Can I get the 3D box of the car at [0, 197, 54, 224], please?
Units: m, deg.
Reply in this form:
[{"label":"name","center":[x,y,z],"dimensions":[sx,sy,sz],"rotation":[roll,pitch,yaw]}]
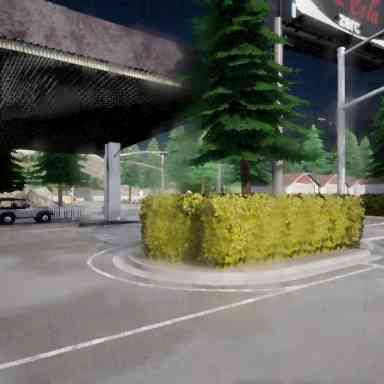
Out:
[{"label":"car","center":[-11.962,1.313,23.485],"dimensions":[3.866,1.878,1.905],"rotation":[0,0,-36]}]
